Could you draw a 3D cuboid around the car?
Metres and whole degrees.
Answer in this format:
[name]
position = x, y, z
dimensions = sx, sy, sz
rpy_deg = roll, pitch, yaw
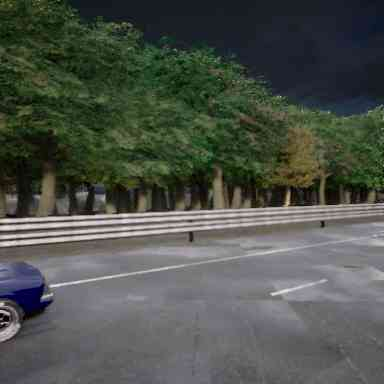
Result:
[car]
position = -4.608, 1.603, 4.762
dimensions = 4.718, 1.301, 1.895
rpy_deg = 0, 0, -36
